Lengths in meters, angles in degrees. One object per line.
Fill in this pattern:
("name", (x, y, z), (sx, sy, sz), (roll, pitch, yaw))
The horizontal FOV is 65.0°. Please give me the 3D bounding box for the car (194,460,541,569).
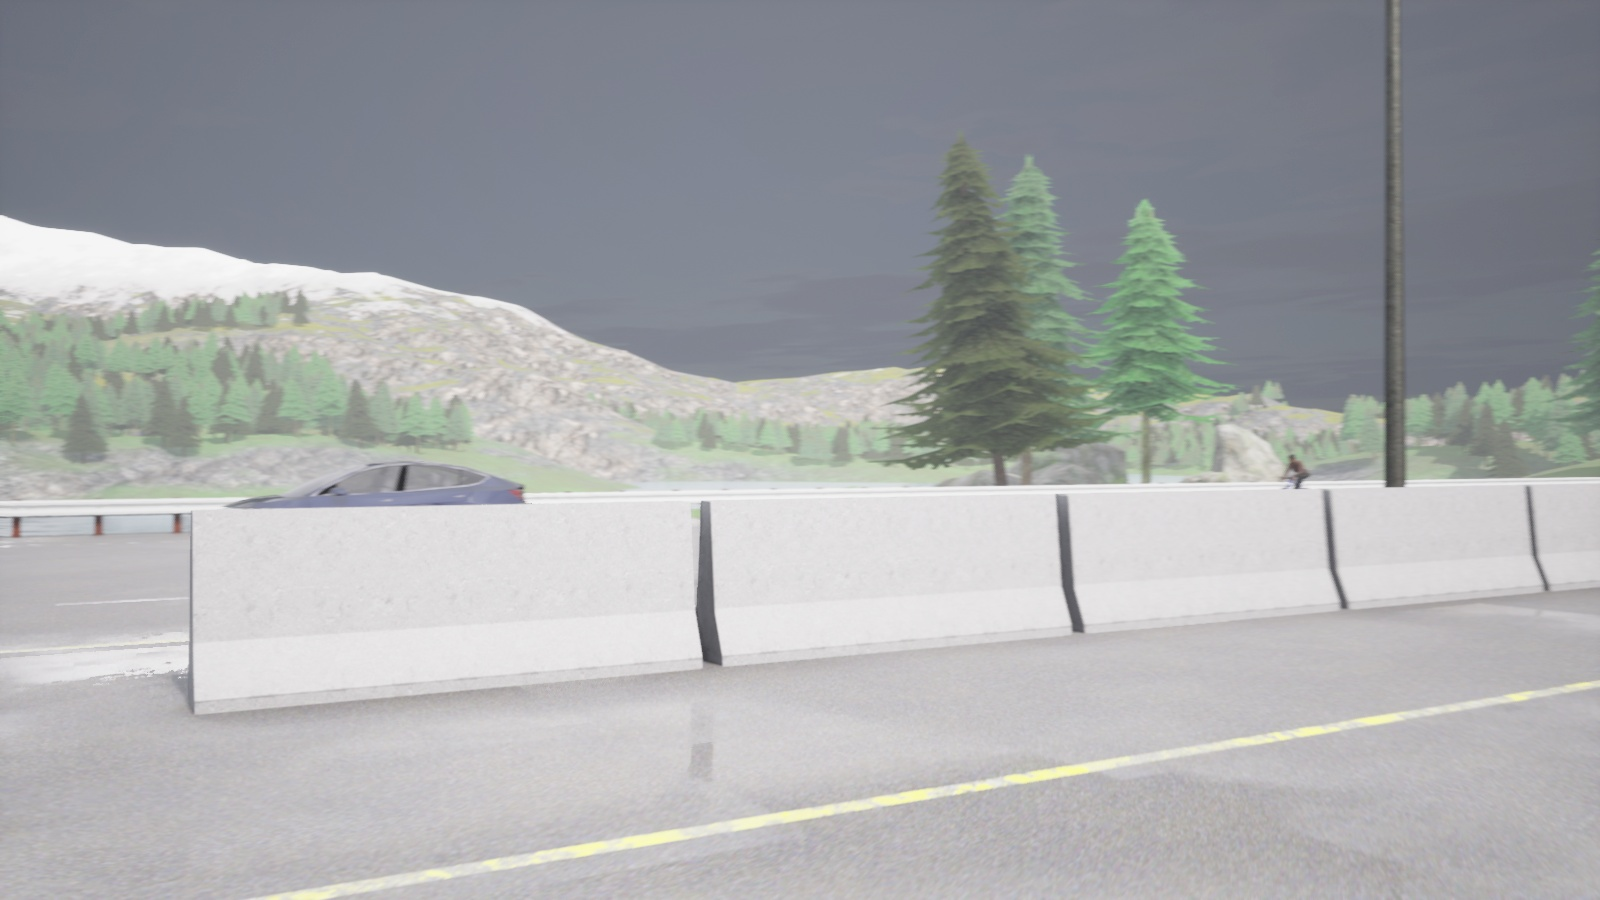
("car", (-6.707, 0.922, 19.560), (4.792, 1.488, 2.163), (0, 0, -30))
